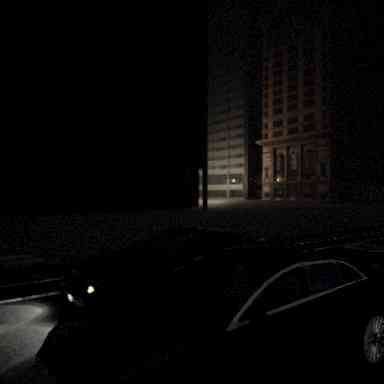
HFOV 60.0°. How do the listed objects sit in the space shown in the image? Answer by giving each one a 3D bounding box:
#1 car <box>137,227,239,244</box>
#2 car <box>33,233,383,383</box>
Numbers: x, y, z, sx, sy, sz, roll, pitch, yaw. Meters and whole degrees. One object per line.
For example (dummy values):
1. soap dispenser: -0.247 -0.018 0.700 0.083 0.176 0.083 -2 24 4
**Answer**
1. car: -0.057 1.548 7.639 5.357 1.411 2.033 0 0 -36
2. car: 0.707 1.492 4.190 4.902 1.511 2.128 0 0 -36
